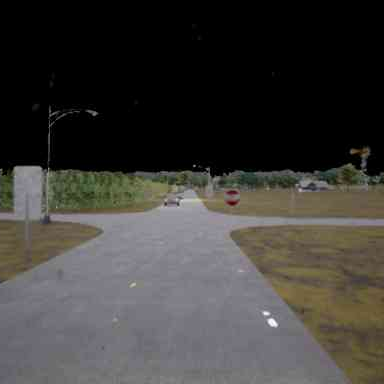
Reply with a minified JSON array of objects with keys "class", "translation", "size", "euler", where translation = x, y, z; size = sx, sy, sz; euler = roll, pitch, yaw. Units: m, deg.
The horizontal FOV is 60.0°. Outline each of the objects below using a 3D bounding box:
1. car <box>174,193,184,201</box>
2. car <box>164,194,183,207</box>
[{"class":"car","translation":[-2.786,1.060,71.904],"size":[2.033,1.411,5.357],"euler":[0,1,0]},{"class":"car","translation":[-2.772,1.102,46.752],"size":[2.097,1.767,4.553],"euler":[0,0,0]}]
